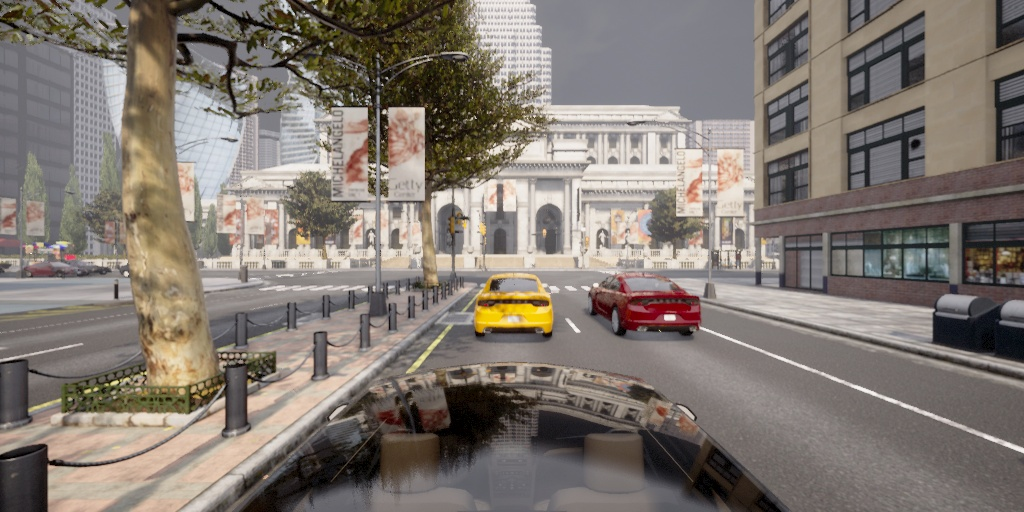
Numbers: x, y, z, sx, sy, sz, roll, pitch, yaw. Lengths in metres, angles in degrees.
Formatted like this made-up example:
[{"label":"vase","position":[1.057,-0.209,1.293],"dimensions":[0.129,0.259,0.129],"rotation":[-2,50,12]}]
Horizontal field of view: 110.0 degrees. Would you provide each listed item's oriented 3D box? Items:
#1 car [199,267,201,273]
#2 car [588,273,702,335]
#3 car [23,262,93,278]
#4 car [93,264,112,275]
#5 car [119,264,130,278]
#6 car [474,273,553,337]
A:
[{"label":"car","position":[-35.480,1.239,37.499],"dimensions":[5.008,1.535,1.882],"rotation":[0,0,0]},{"label":"car","position":[3.557,1.230,10.517],"dimensions":[1.882,1.535,5.008],"rotation":[0,0,0]},{"label":"car","position":[-43.381,1.286,33.967],"dimensions":[4.674,1.442,1.812],"rotation":[0,0,-1]},{"label":"car","position":[-45.304,1.308,37.460],"dimensions":[5.357,1.411,2.033],"rotation":[0,0,0]},{"label":"car","position":[-34.182,1.265,34.000],"dimensions":[4.892,1.490,1.837],"rotation":[0,0,0]},{"label":"car","position":[0.055,1.230,10.338],"dimensions":[1.882,1.535,5.008],"rotation":[0,0,0]}]
